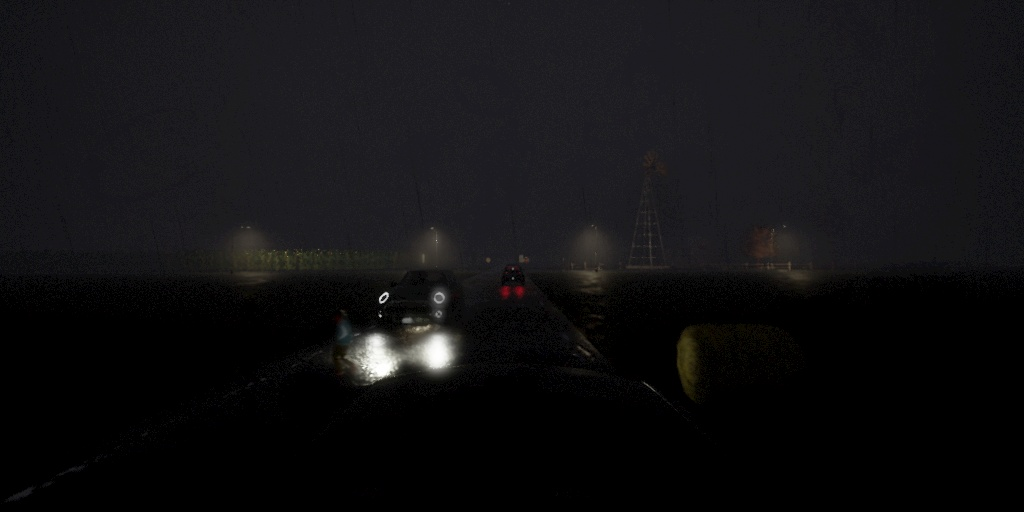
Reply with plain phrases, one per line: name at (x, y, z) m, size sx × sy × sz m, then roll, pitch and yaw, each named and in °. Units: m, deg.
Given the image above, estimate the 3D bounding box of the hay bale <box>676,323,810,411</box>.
hay bale at (3.125, 1.443, 5.033) m, size 1.220 × 1.180 × 1.240 m, roll 0°, pitch 0°, yaw 0°

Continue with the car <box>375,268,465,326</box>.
car at (-2.850, 1.221, 12.053) m, size 2.097 × 1.767 × 4.553 m, roll 0°, pitch -1°, yaw 0°

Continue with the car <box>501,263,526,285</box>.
car at (0.092, 1.546, 29.860) m, size 2.128 × 1.511 × 4.902 m, roll 0°, pitch -1°, yaw 0°

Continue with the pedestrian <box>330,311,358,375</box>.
pedestrian at (-2.846, 1.473, 6.126) m, size 0.500 × 1.100 × 0.500 m, roll -1°, pitch 0°, yaw 0°
